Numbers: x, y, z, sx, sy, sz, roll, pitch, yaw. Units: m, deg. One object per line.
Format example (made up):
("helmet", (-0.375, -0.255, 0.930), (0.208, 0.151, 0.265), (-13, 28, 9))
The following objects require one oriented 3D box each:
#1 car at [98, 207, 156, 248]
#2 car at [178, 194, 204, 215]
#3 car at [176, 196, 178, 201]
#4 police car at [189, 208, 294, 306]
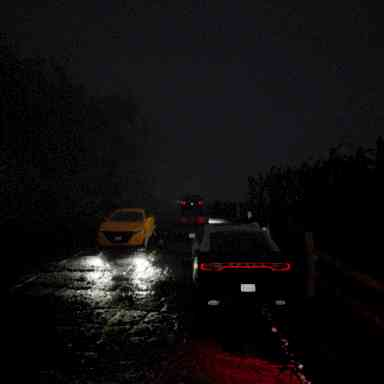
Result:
("car", (-2.773, 1.474, 14.981), (1.882, 1.535, 5.008), (0, 0, 0))
("car", (0.012, 1.217, 33.858), (2.150, 2.045, 5.566), (0, 0, 0))
("car", (-2.873, 1.547, 82.729), (2.033, 1.411, 5.357), (0, 0, 0))
("police car", (0.949, 1.423, 8.235), (1.930, 1.638, 5.238), (0, 0, 0))
